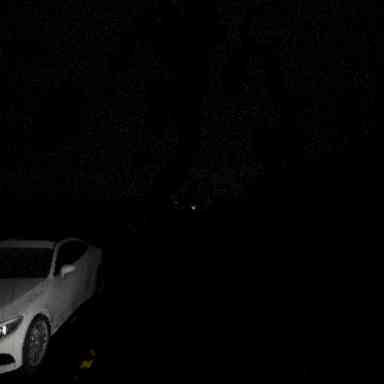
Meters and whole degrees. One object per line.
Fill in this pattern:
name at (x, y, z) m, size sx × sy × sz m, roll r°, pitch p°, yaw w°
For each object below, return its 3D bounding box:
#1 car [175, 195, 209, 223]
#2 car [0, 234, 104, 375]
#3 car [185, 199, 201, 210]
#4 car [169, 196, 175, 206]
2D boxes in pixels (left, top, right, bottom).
car at (0.106, 1.208, 25.703) m, size 2.150 × 2.045 × 5.566 m, roll 0°, pitch 0°, yaw 0°
car at (-2.838, 1.523, 5.760) m, size 1.812 × 1.442 × 4.674 m, roll 0°, pitch 0°, yaw 0°
car at (0.113, 1.583, 43.192) m, size 1.895 × 1.301 × 4.718 m, roll 0°, pitch 0°, yaw 0°
car at (-2.755, 1.490, 56.101) m, size 1.837 × 1.490 × 4.892 m, roll 0°, pitch -1°, yaw 0°
